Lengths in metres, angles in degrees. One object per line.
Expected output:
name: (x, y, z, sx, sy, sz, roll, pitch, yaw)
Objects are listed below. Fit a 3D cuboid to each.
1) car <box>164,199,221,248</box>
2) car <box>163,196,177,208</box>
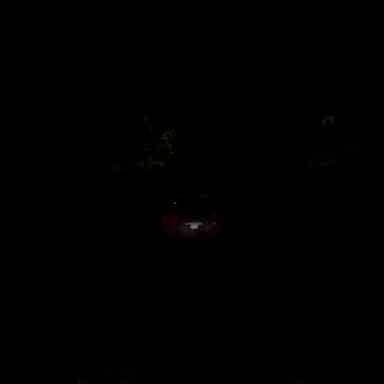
car: (0.088, 1.360, 14.900, 2.097, 1.767, 4.553, 0, 0, 0)
car: (-2.826, 1.371, 44.901, 1.837, 1.490, 4.892, 0, 0, 0)
